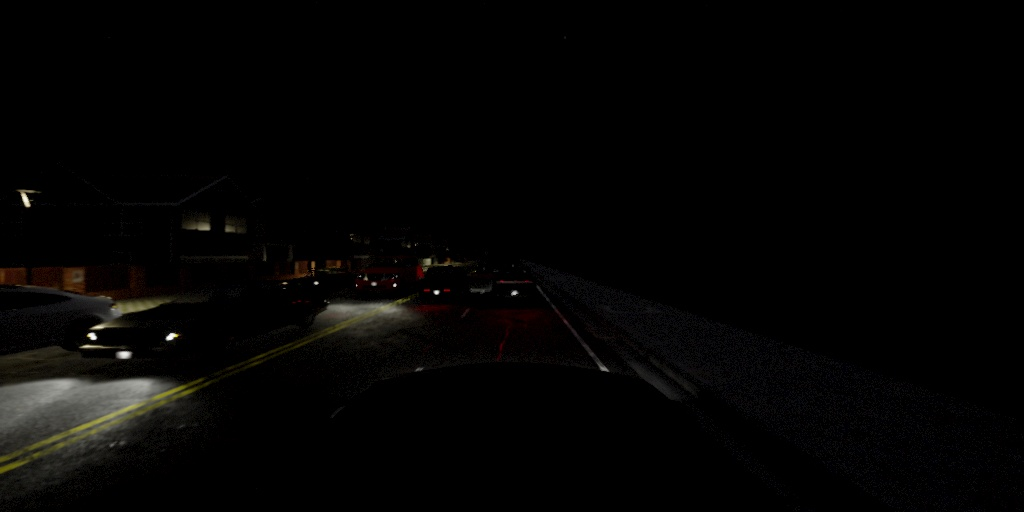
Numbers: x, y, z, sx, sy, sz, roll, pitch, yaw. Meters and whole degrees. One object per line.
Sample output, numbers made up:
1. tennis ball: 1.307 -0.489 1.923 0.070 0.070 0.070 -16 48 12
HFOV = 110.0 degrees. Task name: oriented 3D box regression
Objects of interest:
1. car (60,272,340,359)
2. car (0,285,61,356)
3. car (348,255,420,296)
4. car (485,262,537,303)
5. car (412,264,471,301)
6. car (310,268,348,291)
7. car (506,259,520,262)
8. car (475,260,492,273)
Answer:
1. car: -6.587 1.293 8.753 2.033 1.411 5.357 0 0 0
2. car: -9.844 1.273 6.257 1.812 1.442 4.674 0 0 0
3. car: -6.499 0.961 19.646 2.150 2.045 5.566 0 0 0
4. car: 0.100 1.233 16.460 2.128 1.511 4.902 0 0 0
5. car: -3.149 1.247 17.402 1.837 1.490 4.892 0 0 0
6. car: -9.796 1.341 18.819 1.895 1.301 4.718 0 0 1
7. car: 0.102 1.078 40.282 2.097 1.767 4.553 0 0 0
8. car: -3.148 1.251 42.830 1.812 1.442 4.674 0 0 0
